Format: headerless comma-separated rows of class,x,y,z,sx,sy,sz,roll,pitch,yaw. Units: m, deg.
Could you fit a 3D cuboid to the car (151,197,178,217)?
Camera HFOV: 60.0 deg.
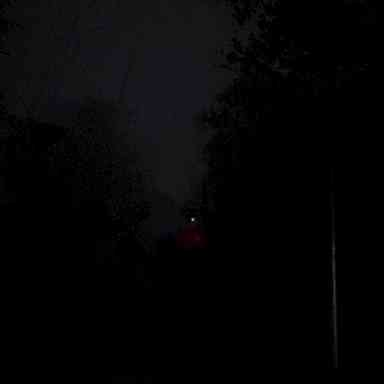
car,-2.947,1.518,35.091,2.150,2.045,5.566,0,-1,0

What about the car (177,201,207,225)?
car,0.051,1.657,25.230,1.837,1.490,4.892,0,0,0
